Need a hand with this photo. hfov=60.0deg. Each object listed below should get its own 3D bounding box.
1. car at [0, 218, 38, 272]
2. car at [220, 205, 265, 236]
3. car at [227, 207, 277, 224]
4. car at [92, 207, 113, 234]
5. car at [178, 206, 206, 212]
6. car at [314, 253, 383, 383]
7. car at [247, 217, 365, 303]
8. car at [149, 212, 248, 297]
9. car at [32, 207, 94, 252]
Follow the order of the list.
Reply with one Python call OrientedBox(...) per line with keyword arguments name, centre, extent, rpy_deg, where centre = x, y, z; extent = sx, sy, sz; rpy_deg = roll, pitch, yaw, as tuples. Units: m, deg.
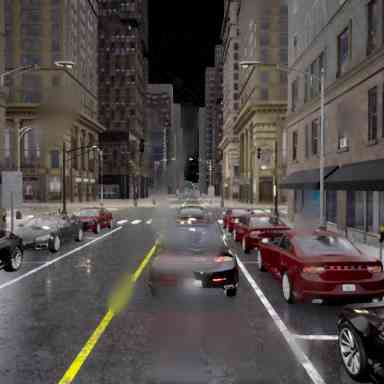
OrientedBox(name="car", centre=(-5.774, 1.564, 8.057), extent=(1.947, 1.339, 4.313), rpy_deg=(-1, 0, 0))
OrientedBox(name="car", centre=(2.745, 1.542, 19.071), extent=(1.887, 1.381, 4.507), rpy_deg=(-1, 0, 0))
OrientedBox(name="car", centre=(2.748, 1.543, 13.566), extent=(1.887, 1.381, 4.507), rpy_deg=(-1, 0, 0))
OrientedBox(name="car", centre=(-5.779, 1.542, 19.067), extent=(1.887, 1.381, 4.507), rpy_deg=(-1, 0, 0))
OrientedBox(name="car", centre=(-0.003, 1.504, 17.916), extent=(1.837, 1.490, 4.892), rpy_deg=(0, 0, 0))
OrientedBox(name="car", centre=(2.754, 1.565, 2.556), extent=(1.947, 1.339, 4.313), rpy_deg=(-1, 0, 0))
OrientedBox(name="car", centre=(2.751, 1.543, 8.060), extent=(1.887, 1.381, 4.507), rpy_deg=(-1, 0, 0))
OrientedBox(name="car", centre=(0.051, 1.490, 8.589), extent=(2.128, 1.511, 4.902), rpy_deg=(0, 0, 0))
OrientedBox(name="car", centre=(-5.777, 1.549, 13.562), extent=(2.008, 1.369, 4.403), rpy_deg=(-1, 0, 0))
